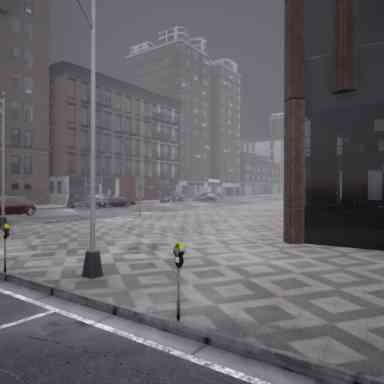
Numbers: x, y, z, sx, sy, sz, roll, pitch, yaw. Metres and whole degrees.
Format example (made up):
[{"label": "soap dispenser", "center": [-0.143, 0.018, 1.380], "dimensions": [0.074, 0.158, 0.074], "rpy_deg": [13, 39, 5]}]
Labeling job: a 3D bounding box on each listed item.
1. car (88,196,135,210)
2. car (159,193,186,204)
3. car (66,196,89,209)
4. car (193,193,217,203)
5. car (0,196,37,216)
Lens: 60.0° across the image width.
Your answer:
[{"label": "car", "center": [-8.553, 1.211, 36.445], "dimensions": [1.895, 1.301, 4.718], "rpy_deg": [0, 1, 36]}, {"label": "car", "center": [-2.884, 0.904, 49.864], "dimensions": [1.837, 1.490, 4.892], "rpy_deg": [0, 1, 36]}, {"label": "car", "center": [-11.906, 1.174, 37.366], "dimensions": [1.994, 1.385, 4.181], "rpy_deg": [0, 1, 35]}, {"label": "car", "center": [2.104, 0.888, 51.195], "dimensions": [1.812, 1.442, 4.674], "rpy_deg": [0, 1, 36]}, {"label": "car", "center": [-15.265, 1.124, 27.106], "dimensions": [2.097, 1.767, 4.553], "rpy_deg": [0, 1, 36]}]
